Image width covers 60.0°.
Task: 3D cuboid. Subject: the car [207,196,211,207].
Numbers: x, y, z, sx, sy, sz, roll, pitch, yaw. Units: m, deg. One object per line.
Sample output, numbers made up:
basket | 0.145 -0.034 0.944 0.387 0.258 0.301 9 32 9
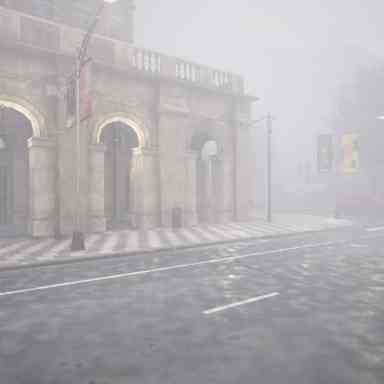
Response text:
car | 1.169 1.595 46.040 1.895 1.301 4.718 0 0 -36

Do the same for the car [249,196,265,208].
car | 8.256 1.351 47.571 2.097 1.767 4.553 0 0 -36

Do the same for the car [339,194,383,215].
car | 18.004 1.223 34.181 2.150 2.045 5.566 0 0 -38
